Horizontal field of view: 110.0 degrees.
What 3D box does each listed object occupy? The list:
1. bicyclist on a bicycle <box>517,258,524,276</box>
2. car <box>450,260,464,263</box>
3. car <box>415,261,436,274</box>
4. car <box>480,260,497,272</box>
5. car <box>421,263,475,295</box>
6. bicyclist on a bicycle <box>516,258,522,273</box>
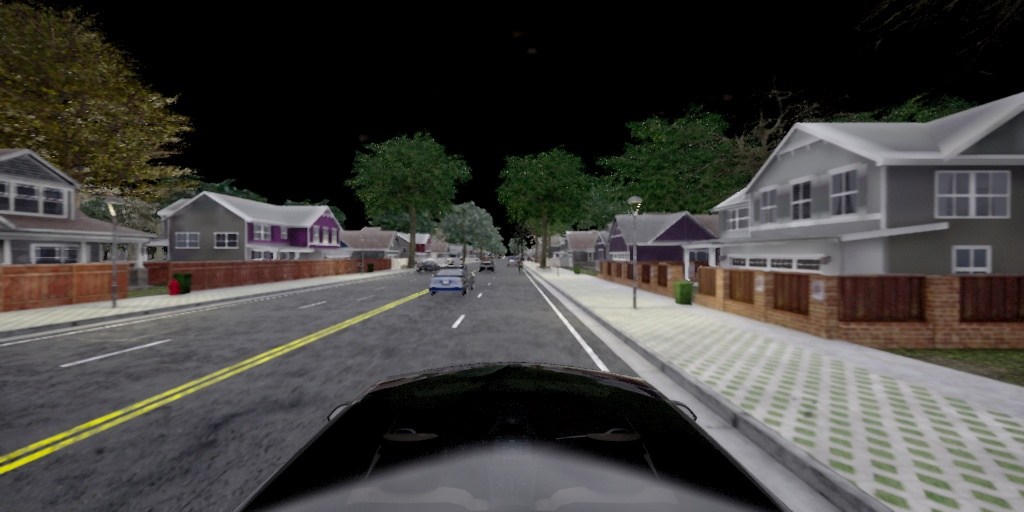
[{"bbox_3d":[0.891,1.219,35.099,0.582,1.620,1.656,0,0,0],"label":"bicyclist on a bicycle"},{"bbox_3d":[-6.583,1.265,42.771,2.128,1.511,4.902,0,0,0],"label":"car"},{"bbox_3d":[-9.835,1.320,42.293,2.033,1.411,5.357,0,0,0],"label":"car"},{"bbox_3d":[-3.152,1.281,46.658,1.837,1.490,4.892,0,0,0],"label":"car"},{"bbox_3d":[-3.151,1.299,19.549,2.033,1.411,5.357,0,0,0],"label":"car"},{"bbox_3d":[0.891,1.145,43.947,0.659,1.776,1.843,0,0,0],"label":"bicyclist on a bicycle"}]
